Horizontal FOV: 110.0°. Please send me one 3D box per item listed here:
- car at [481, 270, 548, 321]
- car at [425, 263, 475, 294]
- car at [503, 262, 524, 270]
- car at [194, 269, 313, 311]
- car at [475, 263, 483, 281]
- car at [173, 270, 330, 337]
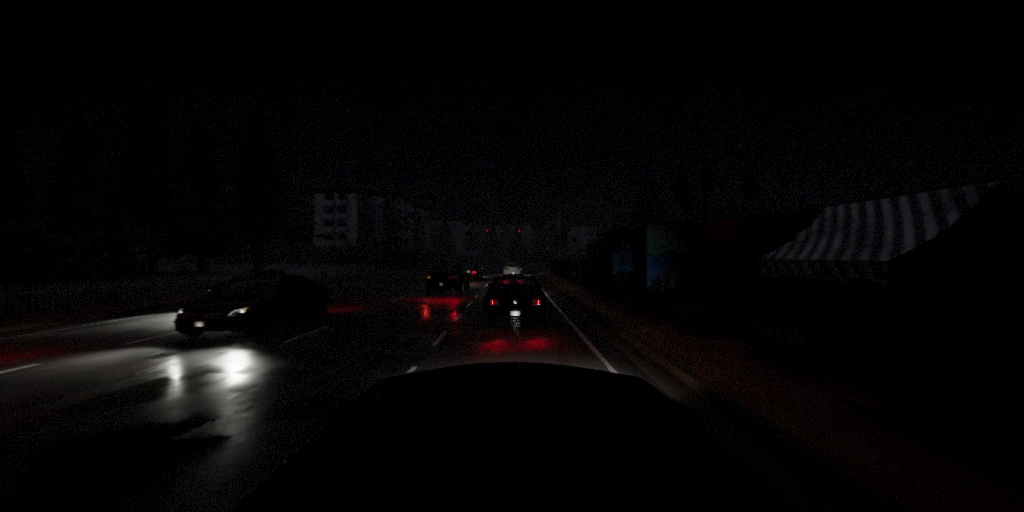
[{"bbox_3d":[0.099,1.347,12.430,1.895,1.301,4.718,0,0,0],"label":"car"},{"bbox_3d":[-3.451,1.221,20.031,1.882,1.535,5.008,0,0,1],"label":"car"},{"bbox_3d":[0.101,1.265,32.921,1.812,1.442,4.674,0,0,0],"label":"car"},{"bbox_3d":[-10.575,1.309,15.162,1.994,1.385,4.181,0,0,0],"label":"car"},{"bbox_3d":[-3.499,1.288,29.845,2.033,1.411,5.357,0,0,0],"label":"car"},{"bbox_3d":[-7.088,1.272,10.458,1.812,1.442,4.674,0,0,0],"label":"car"}]
